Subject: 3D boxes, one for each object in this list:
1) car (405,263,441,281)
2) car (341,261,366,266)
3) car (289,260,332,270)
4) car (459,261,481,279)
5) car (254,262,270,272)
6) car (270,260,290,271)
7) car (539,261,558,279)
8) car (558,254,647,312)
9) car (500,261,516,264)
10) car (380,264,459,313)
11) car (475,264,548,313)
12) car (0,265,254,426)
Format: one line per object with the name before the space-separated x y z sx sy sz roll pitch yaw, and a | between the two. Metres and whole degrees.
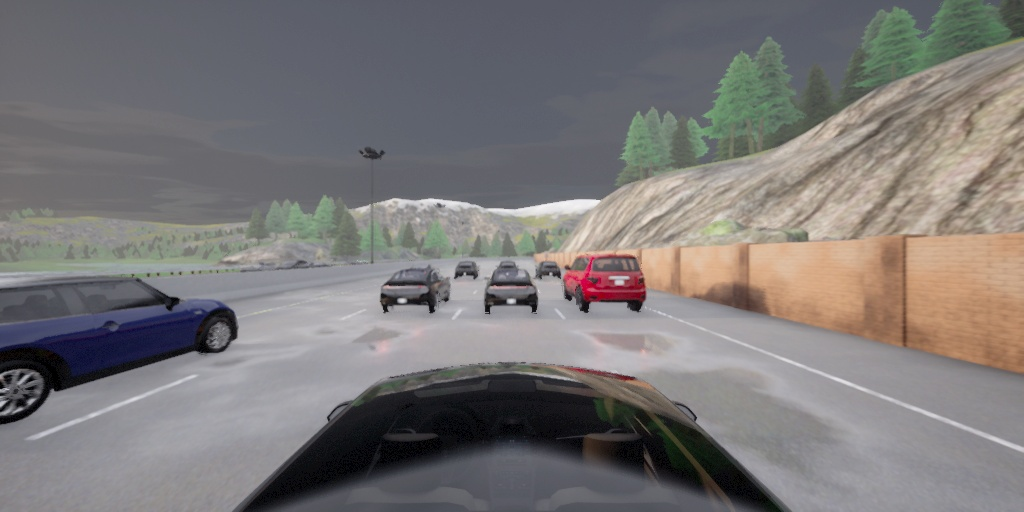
car | -7.355 1.302 29.997 1.895 1.301 4.718 0 0 -1
car | -18.265 1.286 41.712 1.895 1.301 4.718 0 0 -1
car | -21.723 1.293 39.247 1.895 1.301 4.718 0 0 -1
car | -3.884 1.201 31.563 1.837 1.490 4.892 0 0 -1
car | -28.754 1.293 41.206 1.895 1.301 4.718 0 0 -1
car | -25.260 1.193 41.529 1.837 1.490 4.892 0 1 -1
car | 3.118 1.197 31.524 1.837 1.490 4.892 0 0 -1
car | 3.439 0.946 14.295 2.150 2.045 5.566 0 0 -1
car | -0.383 1.199 31.532 1.837 1.490 4.892 0 0 -1
car | -3.559 1.221 13.918 2.128 1.511 4.902 0 0 -1
car | -0.057 1.219 13.789 2.128 1.511 4.902 0 0 -1
car | -6.946 1.098 5.861 2.097 1.767 4.553 0 0 0
